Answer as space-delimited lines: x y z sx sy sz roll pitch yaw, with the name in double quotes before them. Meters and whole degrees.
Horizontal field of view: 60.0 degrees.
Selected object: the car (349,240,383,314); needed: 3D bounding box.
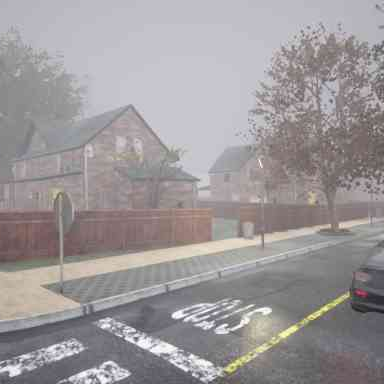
"car" 4.752 1.615 6.873 1.812 1.442 4.674 -1 -1 43
